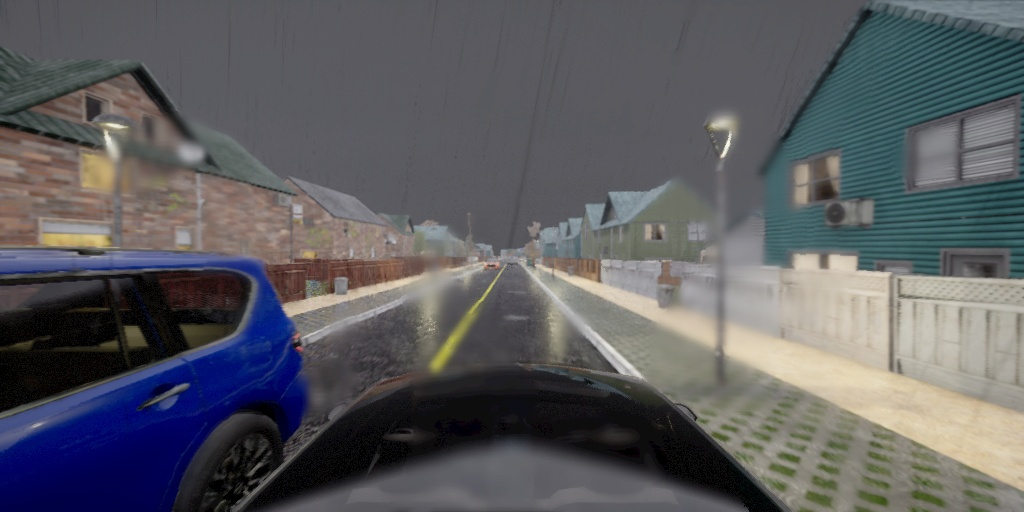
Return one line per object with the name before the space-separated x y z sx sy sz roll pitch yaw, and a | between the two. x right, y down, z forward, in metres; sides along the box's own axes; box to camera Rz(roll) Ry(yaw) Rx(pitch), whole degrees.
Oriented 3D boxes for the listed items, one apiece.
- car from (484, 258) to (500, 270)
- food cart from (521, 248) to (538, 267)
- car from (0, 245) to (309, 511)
car | -2.773 1.048 50.286 2.097 1.767 4.553 0 0 0
food cart | 3.059 0.148 61.238 2.280 3.560 4.660 0 0 0
car | -2.849 0.972 0.858 2.150 2.045 5.566 0 0 0
